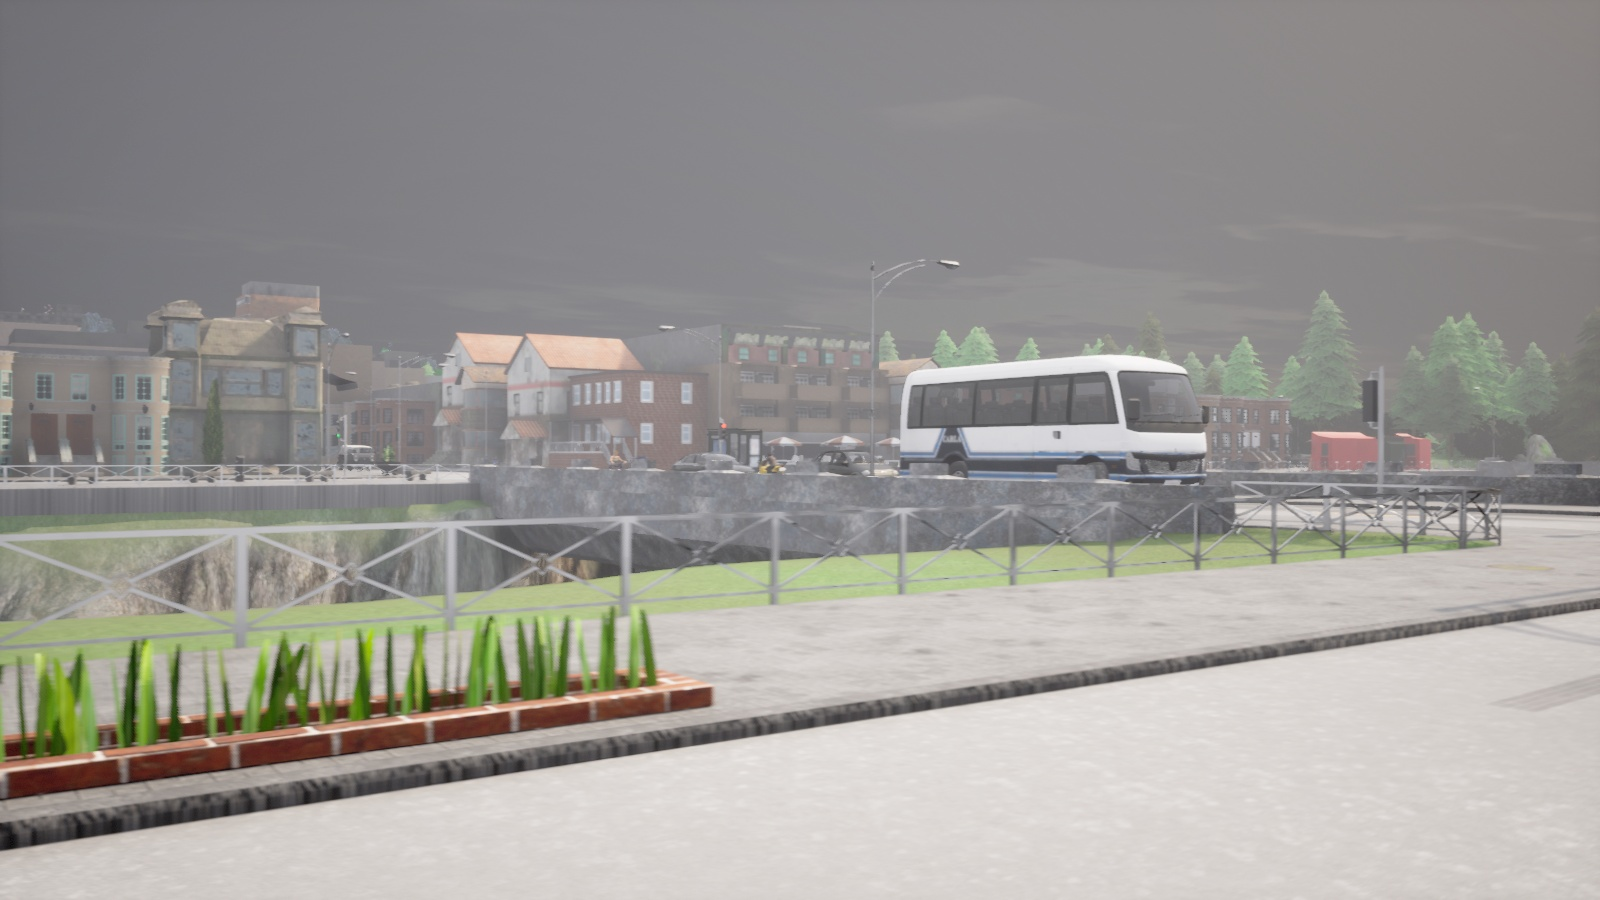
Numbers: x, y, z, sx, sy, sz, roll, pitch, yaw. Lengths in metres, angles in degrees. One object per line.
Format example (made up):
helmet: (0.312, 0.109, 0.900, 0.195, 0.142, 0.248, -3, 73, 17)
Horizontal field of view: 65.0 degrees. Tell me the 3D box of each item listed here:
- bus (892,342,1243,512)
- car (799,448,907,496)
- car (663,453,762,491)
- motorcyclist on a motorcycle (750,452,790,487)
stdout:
bus: (7.400, -0.557, 36.850, 3.944, 4.253, 10.273, 0, 0, -33)
car: (1.837, 0.749, 44.782, 1.851, 1.617, 3.988, 0, 0, -33)
car: (-3.706, 0.887, 52.599, 1.837, 1.490, 4.892, 0, 0, -36)
motorcyclist on a motorcycle: (-1.354, 0.868, 56.233, 0.797, 1.523, 2.044, 0, 0, -34)
